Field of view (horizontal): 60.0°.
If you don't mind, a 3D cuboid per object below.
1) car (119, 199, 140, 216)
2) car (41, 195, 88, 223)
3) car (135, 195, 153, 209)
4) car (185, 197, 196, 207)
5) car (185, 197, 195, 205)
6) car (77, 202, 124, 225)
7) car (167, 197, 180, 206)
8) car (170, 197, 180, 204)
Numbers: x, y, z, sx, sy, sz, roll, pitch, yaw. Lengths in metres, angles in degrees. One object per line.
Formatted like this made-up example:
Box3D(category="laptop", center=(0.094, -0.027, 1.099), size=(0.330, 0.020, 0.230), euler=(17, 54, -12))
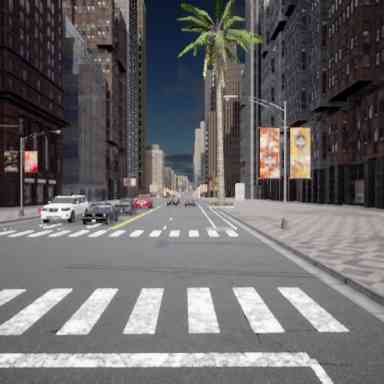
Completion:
Box3D(category="car", center=(-6.799, 1.665, 33.769), size=(1.994, 1.385, 4.181), euler=(0, 0, -1))
Box3D(category="car", center=(-10.006, 1.301, 26.711), size=(2.150, 2.045, 5.566), euler=(0, 0, 0))
Box3D(category="car", center=(-6.864, 1.377, 47.899), size=(2.150, 2.045, 5.566), euler=(0, -1, 0))
Box3D(category="car", center=(-0.326, 1.736, 56.033), size=(2.033, 1.411, 5.357), euler=(0, 0, 0))
Box3D(category="car", center=(-0.387, 1.717, 66.456), size=(1.882, 1.535, 5.008), euler=(0, 0, 0))
Box3D(category="car", center=(-6.744, 1.674, 24.980), size=(1.895, 1.301, 4.718), euler=(0, 0, 0))
Box3D(category="car", center=(-3.501, 1.807, 59.664), size=(1.895, 1.301, 4.718), euler=(0, 0, -1))
Box3D(category="car", center=(-3.554, 1.782, 69.773), size=(1.812, 1.442, 4.674), euler=(0, 0, 0))
